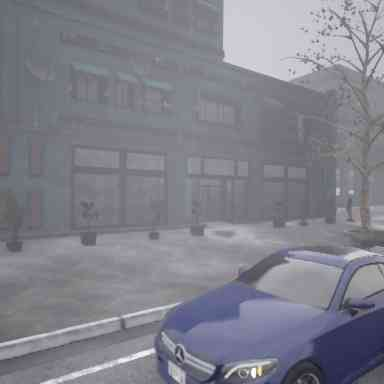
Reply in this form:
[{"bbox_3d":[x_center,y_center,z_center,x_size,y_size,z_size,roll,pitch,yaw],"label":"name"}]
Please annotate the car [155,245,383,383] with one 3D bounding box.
[{"bbox_3d":[1.743,1.537,4.631,4.674,1.442,1.812,0,0,-36],"label":"car"}]
